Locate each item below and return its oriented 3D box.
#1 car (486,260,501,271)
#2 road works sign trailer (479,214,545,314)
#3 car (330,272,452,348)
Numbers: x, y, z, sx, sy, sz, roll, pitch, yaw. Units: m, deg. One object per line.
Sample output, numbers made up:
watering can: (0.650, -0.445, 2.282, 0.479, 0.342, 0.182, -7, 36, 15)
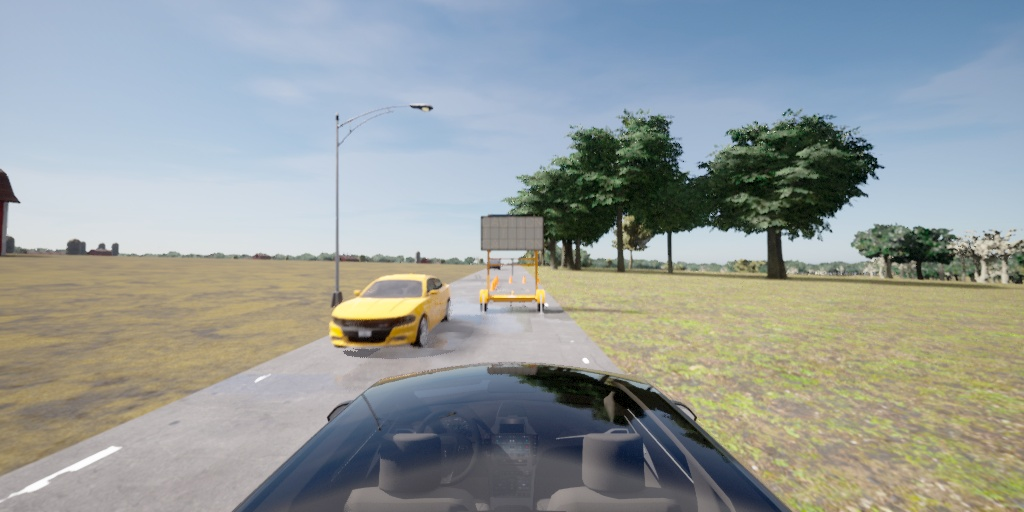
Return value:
car: (-2.683, 1.330, 52.740, 1.882, 1.535, 5.008, 0, 0, 0)
road works sign trailer: (0.015, 0.209, 13.659, 2.380, 3.560, 2.880, 0, 0, 0)
car: (-2.831, 1.224, 9.411, 1.882, 1.535, 5.008, 0, 0, 0)
